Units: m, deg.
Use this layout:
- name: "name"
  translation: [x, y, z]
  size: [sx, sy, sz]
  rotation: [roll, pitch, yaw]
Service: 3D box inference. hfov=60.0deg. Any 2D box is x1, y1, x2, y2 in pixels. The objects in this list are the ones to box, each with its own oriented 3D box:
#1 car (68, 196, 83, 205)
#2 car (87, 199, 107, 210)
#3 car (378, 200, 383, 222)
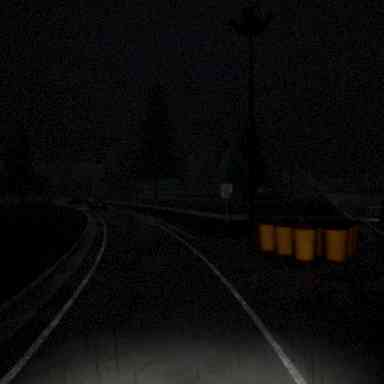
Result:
- name: "car"
  translation: [-21.325, 1.477, 60.870]
  size: [2.097, 1.767, 4.553]
  rotation: [0, 0, -29]
- name: "car"
  translation: [-12.948, 1.643, 45.281]
  size: [1.994, 1.385, 4.181]
  rotation: [0, 0, -26]
- name: "car"
  translation: [13.870, 1.489, 22.299]
  size: [2.033, 1.411, 5.357]
  rotation: [0, 0, 21]
